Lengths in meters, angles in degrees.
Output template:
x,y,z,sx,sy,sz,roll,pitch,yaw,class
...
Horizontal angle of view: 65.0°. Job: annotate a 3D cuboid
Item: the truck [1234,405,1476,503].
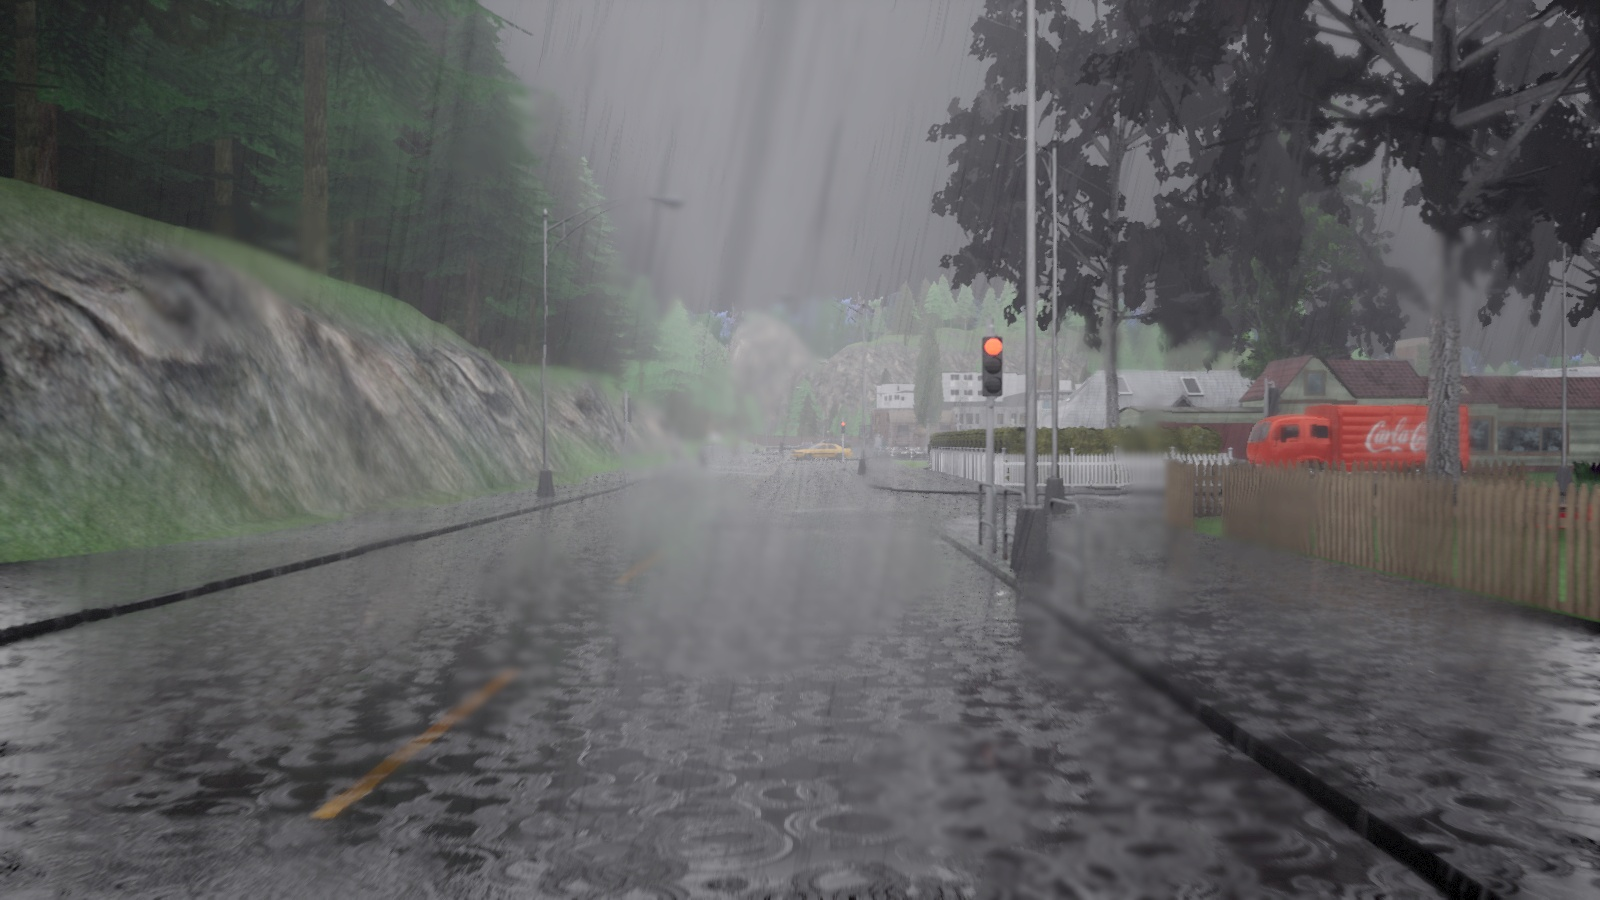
x,y,z,sx,sy,sz,roll,pitch,yaw,class
14.445,0.085,32.983,5.204,2.467,2.627,0,0,0,truck
